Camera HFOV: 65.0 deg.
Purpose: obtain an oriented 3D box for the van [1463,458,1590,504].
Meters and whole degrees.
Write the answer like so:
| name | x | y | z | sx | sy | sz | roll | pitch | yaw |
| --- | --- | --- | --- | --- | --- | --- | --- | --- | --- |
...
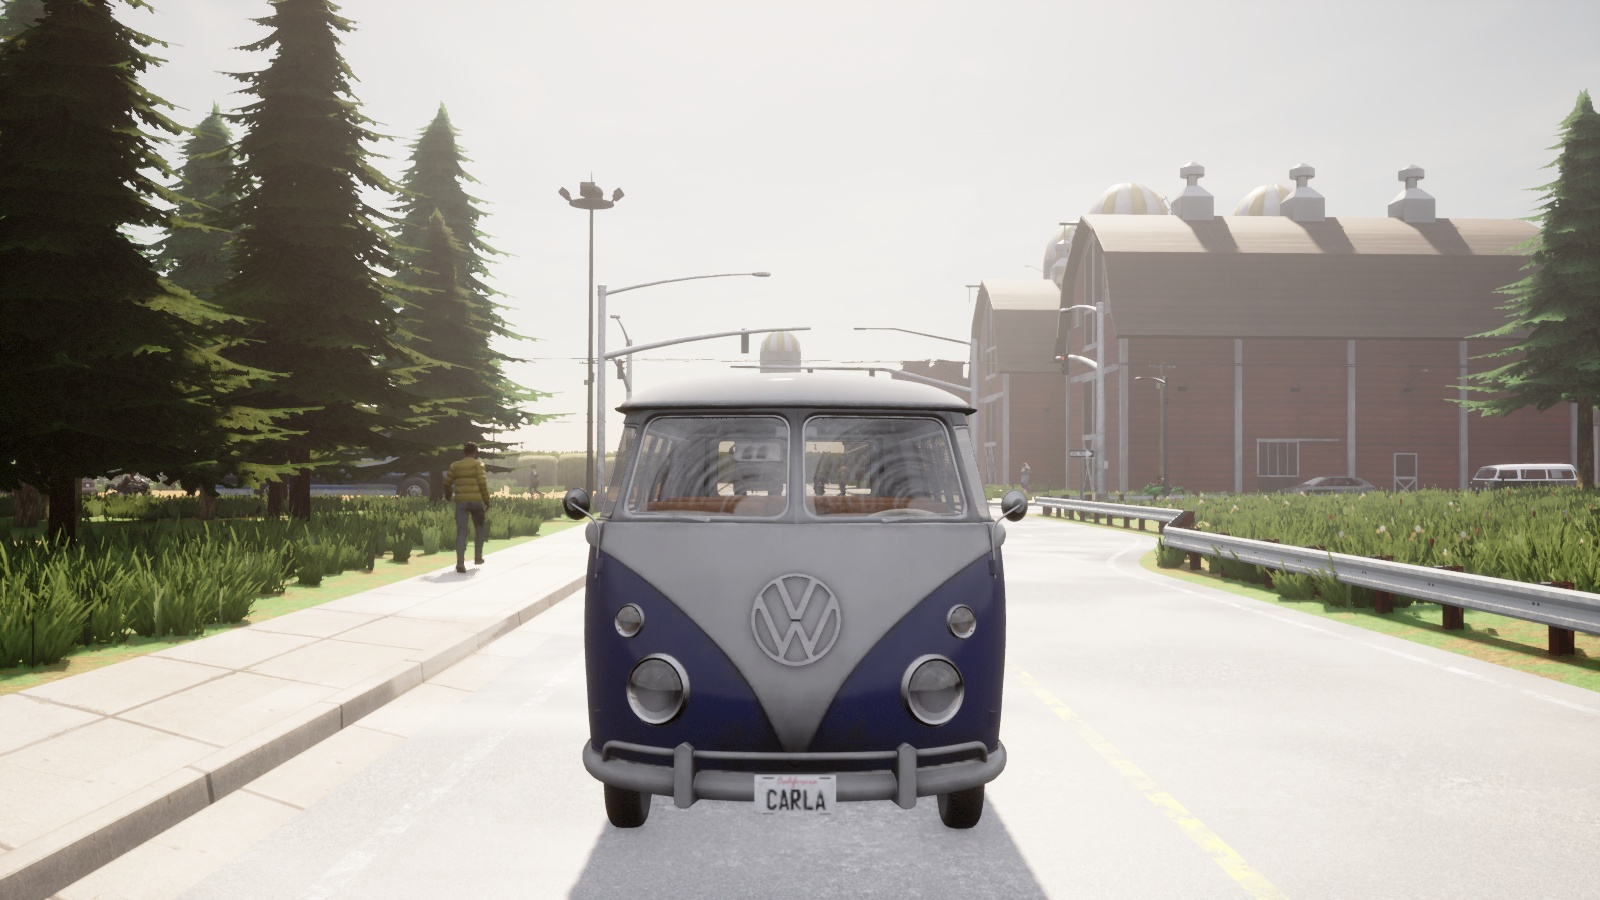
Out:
| name | x | y | z | sx | sy | sz | roll | pitch | yaw |
| --- | --- | --- | --- | --- | --- | --- | --- | --- | --- |
| van | 32.473 | 1.376 | 56.197 | 4.480 | 2.038 | 2.069 | 0 | -1 | -1 |

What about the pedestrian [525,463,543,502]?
| name | x | y | z | sx | sy | sz | roll | pitch | yaw |
| --- | --- | --- | --- | --- | --- | --- | --- | --- | --- |
| pedestrian | -12.566 | 1.531 | 59.296 | 0.694 | 1.848 | 0.540 | 0 | -1 | 13 |

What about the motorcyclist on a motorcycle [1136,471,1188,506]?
| name | x | y | z | sx | sy | sz | roll | pitch | yaw |
| --- | --- | --- | --- | --- | --- | --- | --- | --- | --- |
| motorcyclist on a motorcycle | 16.080 | 1.694 | 55.812 | 2.044 | 1.523 | 0.797 | 0 | -1 | -1 |

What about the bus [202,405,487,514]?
| name | x | y | z | sx | sy | sz | roll | pitch | yaw |
| --- | --- | --- | --- | --- | --- | --- | --- | --- | --- |
| bus | -18.437 | 0.402 | 51.531 | 10.273 | 4.253 | 3.944 | 0 | -1 | -1 |

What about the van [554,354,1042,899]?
| name | x | y | z | sx | sy | sz | roll | pitch | yaw |
| --- | --- | --- | --- | --- | --- | --- | --- | --- | --- |
| van | -0.024 | 0.681 | 6.802 | 1.775 | 1.987 | 4.442 | 0 | -1 | 0 |

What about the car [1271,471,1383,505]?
| name | x | y | z | sx | sy | sz | roll | pitch | yaw |
| --- | --- | --- | --- | --- | --- | --- | --- | --- | --- |
| car | 23.452 | 1.699 | 55.983 | 4.193 | 1.474 | 1.816 | 0 | -1 | -1 |

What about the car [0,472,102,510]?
| name | x | y | z | sx | sy | sz | roll | pitch | yaw |
| --- | --- | --- | --- | --- | --- | --- | --- | --- | --- |
| car | -32.903 | 1.787 | 54.674 | 3.988 | 1.617 | 1.851 | 0 | -1 | -1 |

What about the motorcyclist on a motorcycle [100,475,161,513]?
| name | x | y | z | sx | sy | sz | roll | pitch | yaw |
| --- | --- | --- | --- | --- | --- | --- | --- | --- | --- |
| motorcyclist on a motorcycle | -27.342 | 1.792 | 51.301 | 2.044 | 1.523 | 0.797 | 0 | -1 | -1 |

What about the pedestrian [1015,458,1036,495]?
| name | x | y | z | sx | sy | sz | roll | pitch | yaw |
| --- | --- | --- | --- | --- | --- | --- | --- | --- | --- |
| pedestrian | 12.071 | 1.432 | 67.230 | 0.873 | 1.952 | 0.659 | 0 | -1 | -20 |

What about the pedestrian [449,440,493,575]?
| name | x | y | z | sx | sy | sz | roll | pitch | yaw |
| --- | --- | --- | --- | --- | --- | --- | --- | --- | --- |
| pedestrian | -4.573 | 0.788 | 17.486 | 0.431 | 1.840 | 0.709 | 0 | -1 | 1 |
